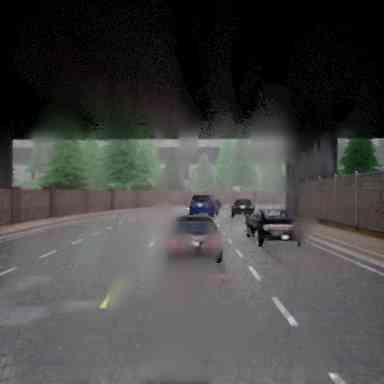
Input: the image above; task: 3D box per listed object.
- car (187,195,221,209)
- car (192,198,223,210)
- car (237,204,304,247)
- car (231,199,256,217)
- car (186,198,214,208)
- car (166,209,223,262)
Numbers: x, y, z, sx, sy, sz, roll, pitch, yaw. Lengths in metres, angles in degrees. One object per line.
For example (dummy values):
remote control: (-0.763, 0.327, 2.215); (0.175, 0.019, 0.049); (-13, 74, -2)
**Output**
car: (1.215, 1.273, 31.310); (2.150, 2.045, 5.566); (0, 0, 11)
car: (2.094, 1.578, 44.524); (1.837, 1.490, 4.892); (-2, -1, 34)
car: (3.587, 1.518, 15.195); (2.128, 1.511, 4.902); (0, 0, 0)
car: (5.012, 1.404, 31.881); (2.097, 1.767, 4.553); (0, 0, 12)
car: (1.232, 1.645, 49.384); (1.994, 1.385, 4.181); (0, 0, 42)
car: (0.083, 1.568, 12.209); (2.033, 1.411, 5.357); (0, 0, 0)
